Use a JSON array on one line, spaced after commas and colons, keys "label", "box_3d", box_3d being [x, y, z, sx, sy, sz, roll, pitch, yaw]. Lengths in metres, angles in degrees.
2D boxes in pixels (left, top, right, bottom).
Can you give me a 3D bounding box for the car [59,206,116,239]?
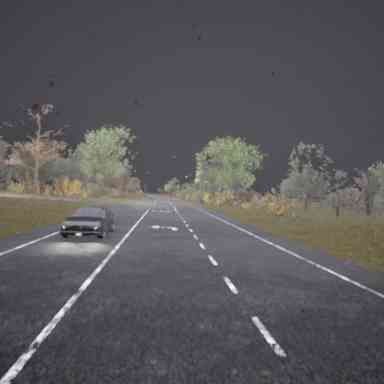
[{"label": "car", "box_3d": [-5.002, 1.423, 16.750, 2.033, 1.411, 5.357, 2, 0, -5]}]
